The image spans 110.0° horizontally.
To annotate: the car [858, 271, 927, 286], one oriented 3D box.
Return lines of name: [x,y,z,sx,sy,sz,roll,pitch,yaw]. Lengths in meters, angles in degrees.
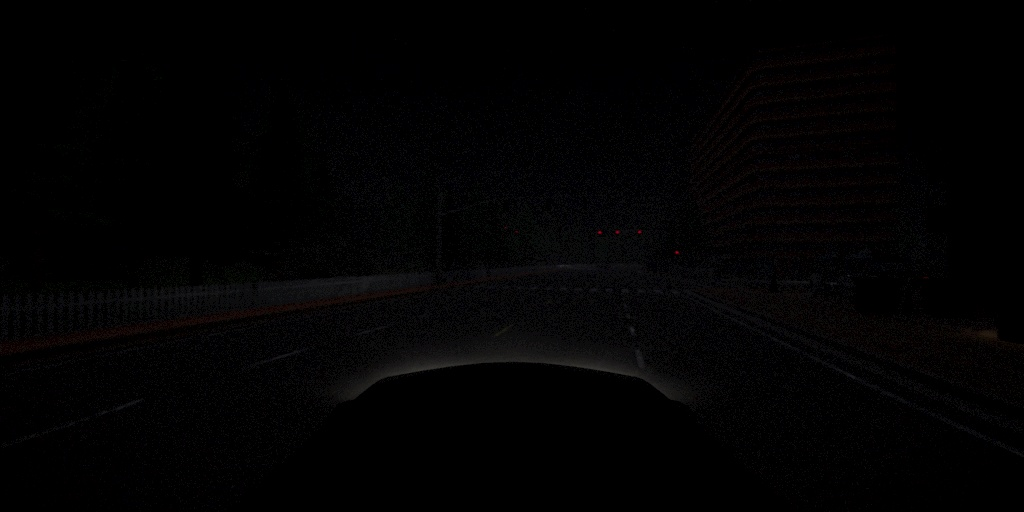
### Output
car: [36.523,2.101,34.223,4.181,1.385,1.994,0,-1,16]

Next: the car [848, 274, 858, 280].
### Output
car: [38.163,2.193,37.388,4.718,1.301,1.895,0,-1,16]
